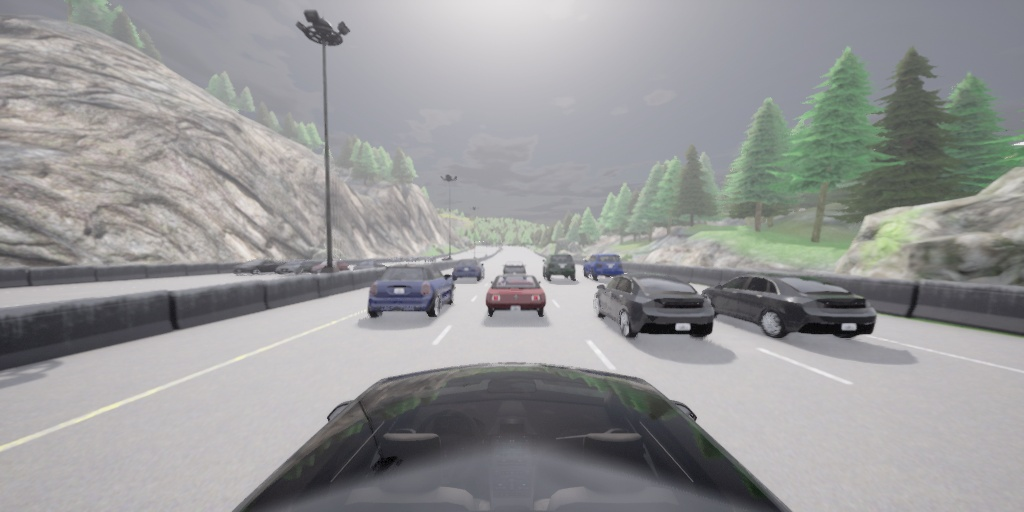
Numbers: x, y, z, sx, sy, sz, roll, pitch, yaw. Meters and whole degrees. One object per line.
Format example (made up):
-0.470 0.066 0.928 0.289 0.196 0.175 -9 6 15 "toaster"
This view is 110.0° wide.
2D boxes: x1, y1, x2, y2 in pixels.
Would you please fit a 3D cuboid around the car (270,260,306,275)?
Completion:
-20.983 1.138 35.065 1.994 1.385 4.181 0 0 0 "car"

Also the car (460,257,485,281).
-3.324 0.977 28.304 2.097 1.767 4.553 0 0 0 "car"

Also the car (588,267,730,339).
3.607 1.223 9.948 1.837 1.490 4.892 0 1 0 "car"

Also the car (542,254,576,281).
3.681 0.853 28.713 2.150 2.045 5.566 0 0 0 "car"

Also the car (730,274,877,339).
7.107 1.226 9.965 1.837 1.490 4.892 0 1 0 "car"

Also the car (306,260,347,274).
-17.486 1.105 34.810 1.812 1.442 4.674 0 0 0 "car"

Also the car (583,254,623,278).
7.182 0.857 28.763 2.150 2.045 5.566 0 0 0 "car"

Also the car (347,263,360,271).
-13.984 1.146 35.074 1.994 1.385 4.181 0 0 0 "car"

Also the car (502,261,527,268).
0.183 1.115 29.620 2.128 1.511 4.902 0 0 0 "car"

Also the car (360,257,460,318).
-3.376 1.048 12.889 2.097 1.767 4.553 0 0 0 "car"

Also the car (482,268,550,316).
0.127 1.299 13.120 1.895 1.301 4.718 0 0 0 "car"

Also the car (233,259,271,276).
-24.484 1.050 34.682 1.882 1.535 5.008 0 0 0 "car"
